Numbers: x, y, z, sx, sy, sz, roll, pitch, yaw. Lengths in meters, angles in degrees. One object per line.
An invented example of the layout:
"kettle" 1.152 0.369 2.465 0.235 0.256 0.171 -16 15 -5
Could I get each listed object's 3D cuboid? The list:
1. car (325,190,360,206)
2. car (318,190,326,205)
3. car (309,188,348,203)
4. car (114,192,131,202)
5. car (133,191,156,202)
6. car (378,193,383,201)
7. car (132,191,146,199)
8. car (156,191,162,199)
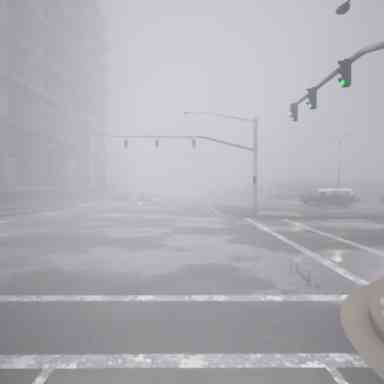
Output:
"car" 21.571 0.820 47.186 3.806 1.475 1.970 0 1 0
"car" 21.598 0.750 50.080 3.905 1.438 1.784 0 1 0
"car" 21.572 0.503 52.761 4.605 1.855 1.932 0 1 0
"car" -10.792 0.782 52.011 1.882 1.535 5.008 0 1 0
"car" -7.297 0.853 51.950 2.033 1.411 5.357 0 1 0
"car" 36.773 0.603 61.073 3.905 1.438 1.784 0 1 0
"car" -10.680 0.589 67.699 2.033 1.411 5.357 0 1 0
"car" -7.178 0.597 68.895 2.033 1.411 5.357 0 1 0
